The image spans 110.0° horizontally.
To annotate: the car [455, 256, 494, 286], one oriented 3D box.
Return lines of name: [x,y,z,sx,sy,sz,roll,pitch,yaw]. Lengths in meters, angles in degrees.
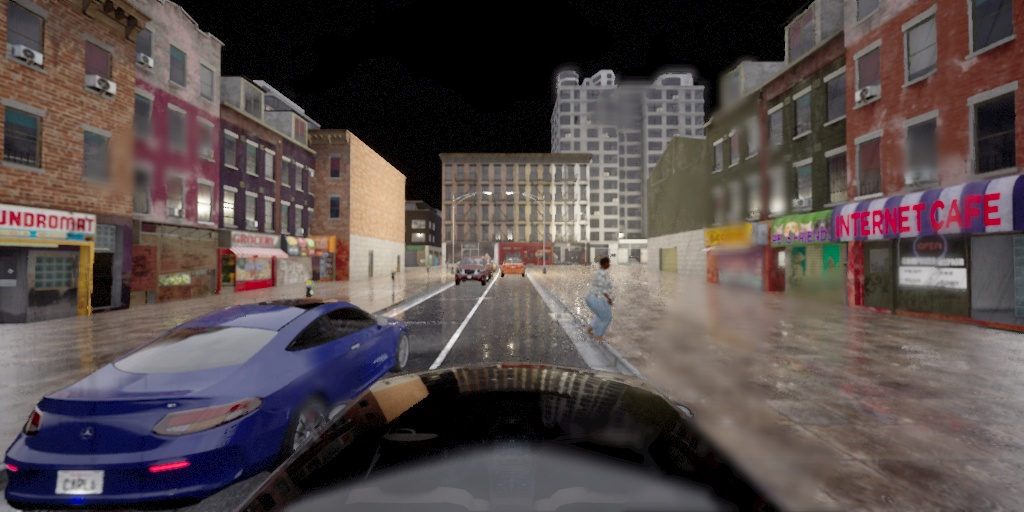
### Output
car: [-2.628,0.946,24.430,2.192,1.841,5.009,0,0,0]

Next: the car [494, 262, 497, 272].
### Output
car: [-2.626,0.919,29.961,2.192,1.841,5.009,0,0,0]

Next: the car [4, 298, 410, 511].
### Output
car: [-2.748,1.260,4.586,1.812,1.442,4.674,0,0,0]

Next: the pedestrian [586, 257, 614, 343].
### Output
pedestrian: [1.823,0.855,7.442,0.375,1.860,0.375,-1,-1,0]

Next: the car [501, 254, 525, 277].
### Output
car: [0.097,0.943,32.899,2.097,1.767,4.553,0,0,0]
